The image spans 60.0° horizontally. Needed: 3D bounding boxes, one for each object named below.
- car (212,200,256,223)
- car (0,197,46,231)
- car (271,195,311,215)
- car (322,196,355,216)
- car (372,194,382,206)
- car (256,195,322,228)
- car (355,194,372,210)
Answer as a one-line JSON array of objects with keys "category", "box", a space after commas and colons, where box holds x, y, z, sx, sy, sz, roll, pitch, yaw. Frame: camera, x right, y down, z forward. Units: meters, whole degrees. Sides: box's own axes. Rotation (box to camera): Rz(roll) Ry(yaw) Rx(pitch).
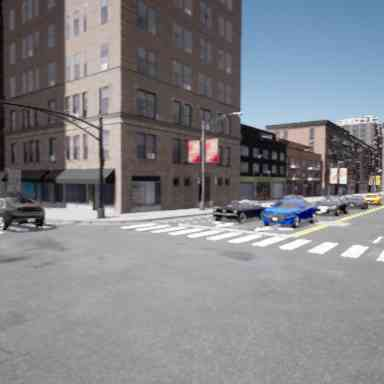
[{"category": "car", "box": [3.261, 1.209, 21.747, 1.895, 1.301, 4.718, 2, 1, 37]}, {"category": "car", "box": [-9.236, 1.011, 16.942, 4.892, 1.490, 1.837, 1, 1, 41]}, {"category": "car", "box": [8.802, 1.055, 29.231, 1.837, 1.490, 4.892, 2, 1, 36]}, {"category": "car", "box": [11.585, 1.121, 27.521, 2.128, 1.511, 4.902, 2, 1, 37]}, {"category": "car", "box": [23.816, 0.972, 43.974, 1.882, 1.535, 5.008, 2, 1, 37]}, {"category": "car", "box": [5.938, 1.167, 19.891, 1.882, 1.535, 5.008, 2, 1, 36]}, {"category": "car", "box": [17.568, 1.128, 35.614, 1.994, 1.385, 4.181, 2, 1, 36]}]
